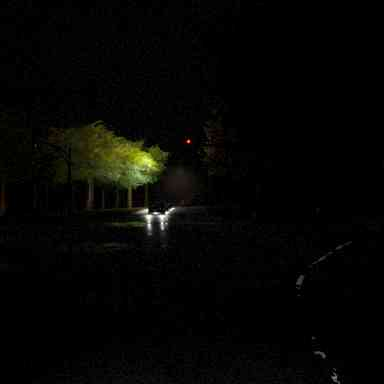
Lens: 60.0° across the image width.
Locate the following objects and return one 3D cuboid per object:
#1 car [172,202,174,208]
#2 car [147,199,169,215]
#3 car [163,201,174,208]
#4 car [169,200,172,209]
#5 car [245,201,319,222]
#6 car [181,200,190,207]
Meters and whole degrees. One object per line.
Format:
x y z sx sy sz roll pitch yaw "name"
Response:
-4.607 2.073 58.017 2.097 1.767 4.553 0 -1 -1 "car"
-4.196 1.902 40.092 1.837 1.490 4.892 0 -1 -1 "car"
-4.779 2.565 68.247 1.895 1.301 4.718 0 -2 -1 "car"
-4.405 2.079 49.085 1.812 1.442 4.674 0 -1 -1 "car"
6.111 1.331 22.913 4.718 1.301 1.895 -3 -1 28 "car"
-1.426 2.643 75.235 1.882 1.535 5.008 0 -2 -1 "car"
